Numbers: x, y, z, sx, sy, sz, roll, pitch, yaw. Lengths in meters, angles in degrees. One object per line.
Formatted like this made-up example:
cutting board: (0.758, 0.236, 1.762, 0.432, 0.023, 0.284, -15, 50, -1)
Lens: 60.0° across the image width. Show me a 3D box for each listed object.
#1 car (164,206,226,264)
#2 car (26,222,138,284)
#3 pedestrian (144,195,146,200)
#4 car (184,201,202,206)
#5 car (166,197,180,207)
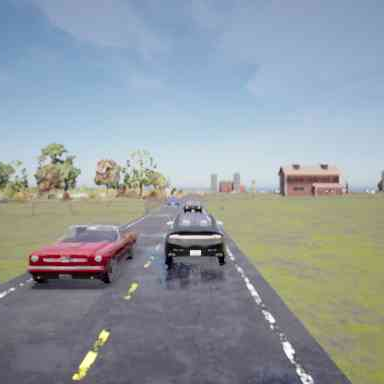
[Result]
car: (0.099, 1.482, 11.708, 2.128, 1.511, 4.902, 0, 0, 0)
car: (-2.850, 1.593, 9.685, 1.895, 1.301, 4.718, 0, 0, 0)
pedestrian: (-12.148, 1.334, 86.369, 0.375, 1.860, 0.375, 0, 1, 0)
car: (0.105, 1.567, 34.800, 1.895, 1.301, 4.718, 0, 0, 0)
car: (-2.824, 1.476, 50.750, 1.812, 1.442, 4.674, 0, 0, 0)
